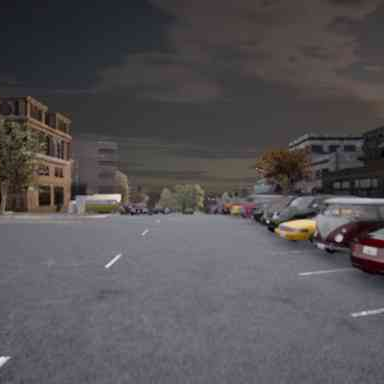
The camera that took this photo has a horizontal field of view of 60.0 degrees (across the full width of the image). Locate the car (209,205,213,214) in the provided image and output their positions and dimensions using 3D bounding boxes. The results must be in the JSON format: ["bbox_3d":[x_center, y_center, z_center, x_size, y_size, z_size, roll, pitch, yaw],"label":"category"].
[{"bbox_3d":[6.052,2.936,55.573,5.008,1.535,2.097,2,-4,-21],"label":"car"}]

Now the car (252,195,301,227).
[{"bbox_3d":[6.370,1.163,17.520,5.566,2.045,2.435,1,0,-20],"label":"car"}]

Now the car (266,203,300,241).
[{"bbox_3d":[6.228,1.419,14.530,5.366,1.575,1.946,1,0,-20],"label":"car"}]

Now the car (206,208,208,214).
[{"bbox_3d":[5.903,3.577,64.348,4.892,1.521,2.231,2,-5,-21],"label":"car"}]

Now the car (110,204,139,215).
[{"bbox_3d":[-11.775,3.016,57.920,4.553,1.767,2.185,1,-4,-21],"label":"car"}]

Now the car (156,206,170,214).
[{"bbox_3d":[-5.425,3.081,56.431,2.033,1.411,5.357,0,-4,0],"label":"car"}]

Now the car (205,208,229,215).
[{"bbox_3d":[5.700,4.512,76.047,5.008,1.535,2.097,3,-5,-21],"label":"car"}]

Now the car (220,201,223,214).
[{"bbox_3d":[6.265,1.860,38.014,5.008,1.535,2.097,2,-3,-21],"label":"car"}]

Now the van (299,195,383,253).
[{"bbox_3d":[6.302,1.209,11.614,4.442,1.987,1.878,1,1,-20],"label":"van"}]

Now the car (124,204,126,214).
[{"bbox_3d":[-11.675,2.204,45.958,4.553,1.767,2.185,0,-4,-21],"label":"car"}]

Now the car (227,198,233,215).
[{"bbox_3d":[6.480,1.634,32.237,5.366,1.575,1.946,1,-2,-20],"label":"car"}]

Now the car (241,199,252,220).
[{"bbox_3d":[6.356,1.442,23.399,4.892,1.521,2.231,1,-1,-20],"label":"car"}]

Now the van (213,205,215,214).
[{"bbox_3d":[6.197,2.514,52.703,4.442,1.987,1.878,2,-4,-21],"label":"van"}]

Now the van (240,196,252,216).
[{"bbox_3d":[6.459,1.262,26.367,4.442,1.987,1.878,1,-2,-20],"label":"van"}]

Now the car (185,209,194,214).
[{"bbox_3d":[-0.622,4.195,70.748,1.895,1.301,4.718,0,-5,-1],"label":"car"}]

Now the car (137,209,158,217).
[{"bbox_3d":[-12.545,5.910,93.699,5.566,2.045,2.435,1,-5,-21],"label":"car"}]

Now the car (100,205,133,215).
[{"bbox_3d":[-11.746,2.752,51.918,4.792,1.488,2.163,1,-4,-21],"label":"car"}]

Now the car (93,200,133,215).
[{"bbox_3d":[-11.662,2.274,48.981,5.566,2.045,2.435,1,-4,-21],"label":"car"}]

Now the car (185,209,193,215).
[{"bbox_3d":[-0.822,4.881,80.778,1.895,1.301,4.718,0,-5,-1],"label":"car"}]

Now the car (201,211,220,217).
[{"bbox_3d":[5.291,6.086,93.579,4.892,1.521,2.231,3,-6,-21],"label":"car"}]

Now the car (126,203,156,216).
[{"bbox_3d":[-5.231,1.809,34.727,1.994,1.385,4.181,0,-2,0],"label":"car"}]

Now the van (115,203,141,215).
[{"bbox_3d":[-11.746,3.134,60.952,4.442,1.987,1.878,1,-5,-21],"label":"van"}]

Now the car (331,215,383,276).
[{"bbox_3d":[6.439,1.478,8.738,4.792,1.488,2.163,1,0,-20],"label":"car"}]

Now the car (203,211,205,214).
[{"bbox_3d":[5.835,3.783,70.235,5.566,2.045,2.435,3,-5,-21],"label":"car"}]

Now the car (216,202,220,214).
[{"bbox_3d":[6.170,2.197,43.854,4.792,1.488,2.163,2,-4,-21],"label":"car"}]

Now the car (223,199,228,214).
[{"bbox_3d":[6.290,1.737,35.090,4.892,1.521,2.231,2,-3,-20],"label":"car"}]

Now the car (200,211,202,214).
[{"bbox_3d":[5.411,5.416,87.738,4.553,1.767,2.185,3,-6,-21],"label":"car"}]

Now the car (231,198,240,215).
[{"bbox_3d":[6.337,1.550,29.244,4.892,1.521,2.231,1,-2,-20],"label":"car"}]

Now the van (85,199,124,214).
[{"bbox_3d":[-11.499,1.922,43.029,4.442,1.987,1.878,1,-3,-21],"label":"van"}]

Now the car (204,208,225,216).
[{"bbox_3d":[5.543,4.889,81.897,4.553,1.767,2.185,3,-6,-21],"label":"car"}]

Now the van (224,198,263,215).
[{"bbox_3d":[6.341,1.783,40.994,4.442,1.987,1.878,2,-4,-21],"label":"van"}]
